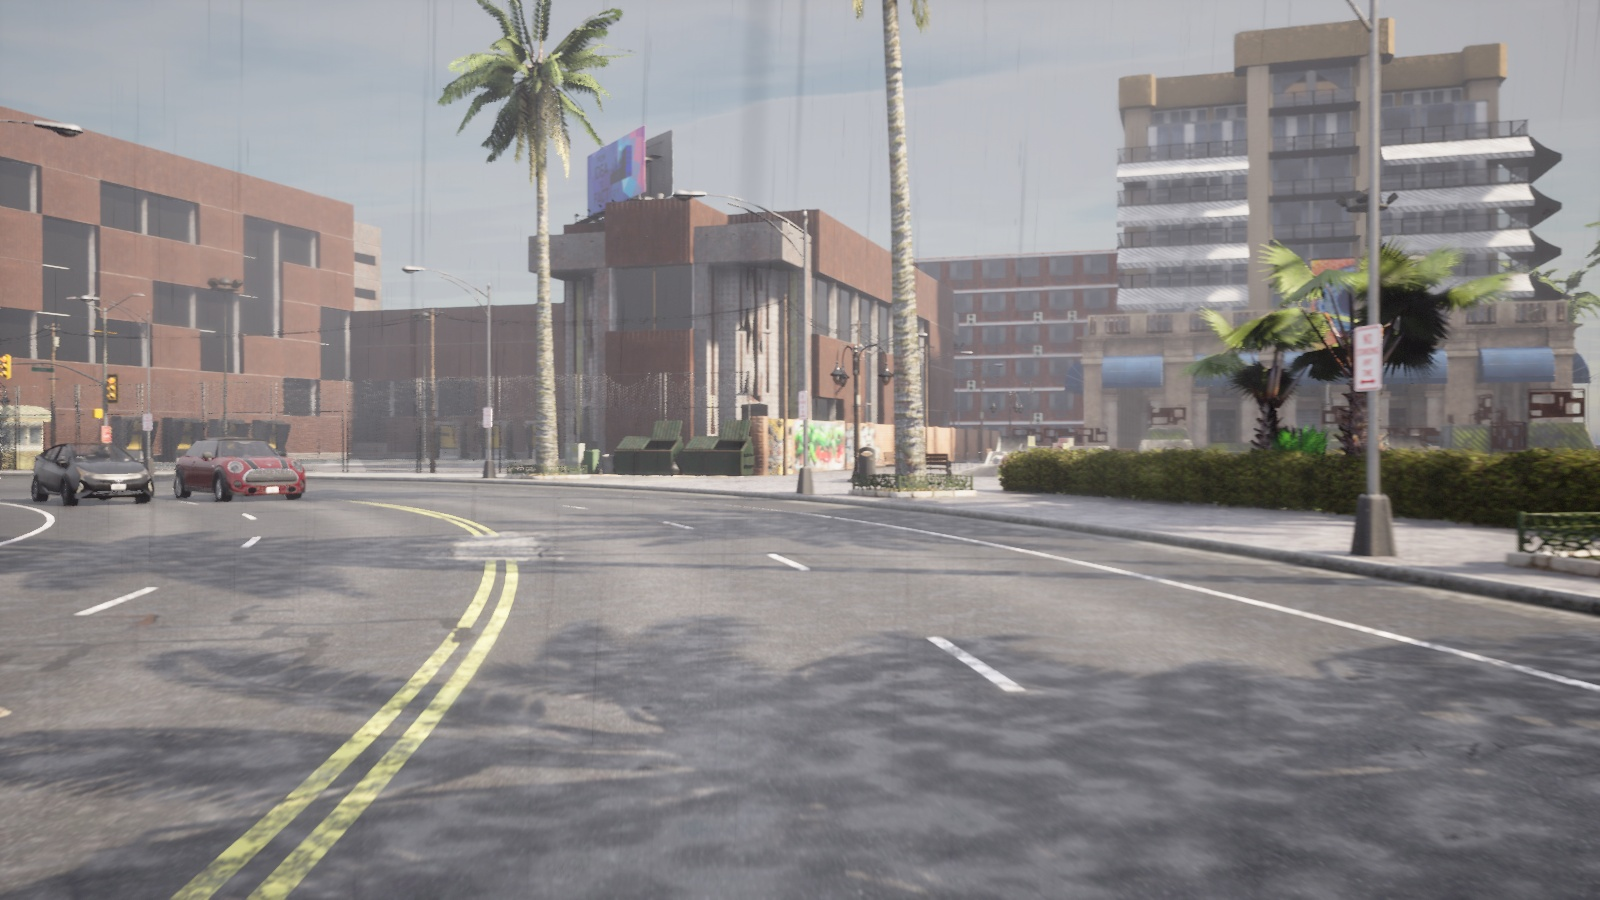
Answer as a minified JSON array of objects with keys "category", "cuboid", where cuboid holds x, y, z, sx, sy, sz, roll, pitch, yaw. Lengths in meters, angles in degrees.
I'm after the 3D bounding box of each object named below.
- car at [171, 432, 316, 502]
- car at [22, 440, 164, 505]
[{"category":"car","cuboid":[-15.022,0.416,33.767,2.097,1.767,4.553,0,0,-44]},{"category":"car","cuboid":[-17.937,0.515,31.774,2.007,1.525,4.514,0,0,-45]}]
